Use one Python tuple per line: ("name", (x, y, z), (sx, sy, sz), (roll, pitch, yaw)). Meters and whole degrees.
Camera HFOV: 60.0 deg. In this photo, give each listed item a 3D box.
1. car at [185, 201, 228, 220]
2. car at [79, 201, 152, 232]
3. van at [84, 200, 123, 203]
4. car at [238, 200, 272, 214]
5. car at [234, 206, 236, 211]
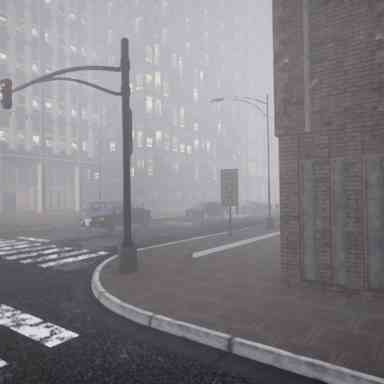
("car", (1.343, 1.560, 29.178), (1.882, 1.535, 5.008), (-1, -1, 36))
("car", (-4.581, 1.554, 20.927), (2.128, 1.511, 4.902), (-1, -1, 34))
("van", (-5.958, 1.456, 23.442), (1.690, 1.788, 3.998), (-2, -1, 36))
("car", (7.292, 1.703, 37.469), (1.895, 1.301, 4.718), (-1, -1, 36))
("car", (6.873, 1.684, 41.354), (1.752, 1.417, 4.829), (-2, -1, 36))
